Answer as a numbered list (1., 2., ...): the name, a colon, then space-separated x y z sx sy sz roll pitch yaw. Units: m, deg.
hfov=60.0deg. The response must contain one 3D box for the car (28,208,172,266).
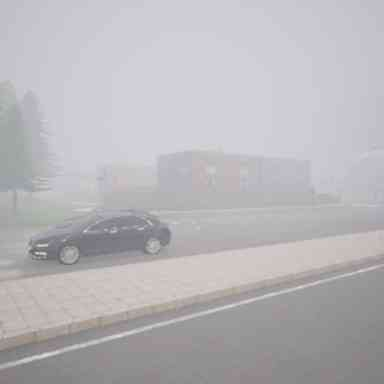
1. car: -3.018 1.504 11.650 4.892 1.490 1.837 0 0 -35

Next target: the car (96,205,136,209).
1. car: -3.723 1.504 15.441 4.892 1.490 1.837 0 0 -35

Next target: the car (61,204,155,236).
1. car: -4.715 1.505 19.027 4.892 1.490 1.837 1 0 -35
